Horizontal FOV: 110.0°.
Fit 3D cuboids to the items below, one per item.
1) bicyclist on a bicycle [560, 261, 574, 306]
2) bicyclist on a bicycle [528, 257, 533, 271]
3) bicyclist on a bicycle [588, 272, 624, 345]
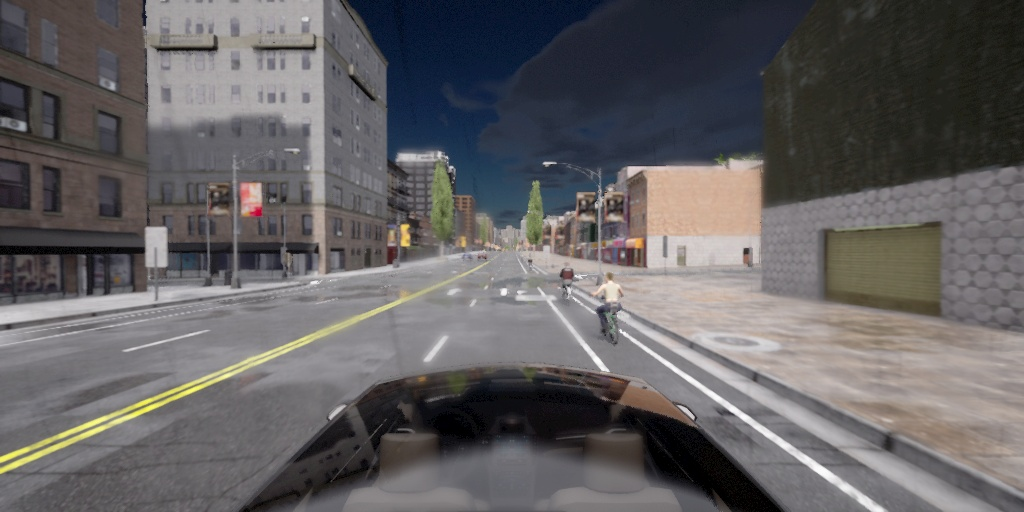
[{"bbox_3d":[2.249,1.105,14.807,0.659,1.776,1.843,0,0,0],"label":"bicyclist on a bicycle"},{"bbox_3d":[2.252,0.951,44.173,0.659,1.776,1.843,0,1,0],"label":"bicyclist on a bicycle"},{"bbox_3d":[2.291,1.182,8.509,0.866,1.612,1.509,0,0,0],"label":"bicyclist on a bicycle"}]
